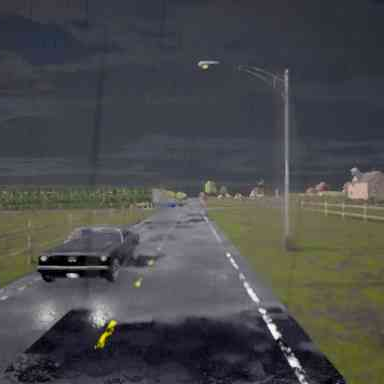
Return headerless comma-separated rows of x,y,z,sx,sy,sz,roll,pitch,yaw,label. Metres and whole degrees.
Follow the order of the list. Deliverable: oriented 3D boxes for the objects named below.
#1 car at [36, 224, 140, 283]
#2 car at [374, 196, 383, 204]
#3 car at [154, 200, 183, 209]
-2.852,1.712,10.156,1.895,1.301,4.718,0,-1,0,car
33.725,1.391,56.629,4.902,1.511,2.128,-1,-1,0,car
-3.967,2.102,56.939,5.008,1.535,1.882,-1,-1,0,car
